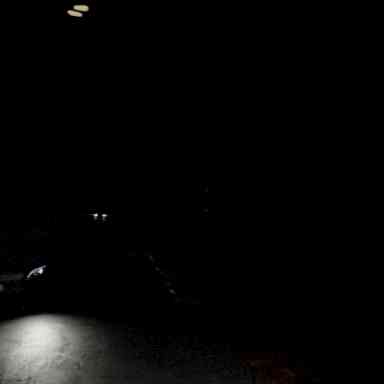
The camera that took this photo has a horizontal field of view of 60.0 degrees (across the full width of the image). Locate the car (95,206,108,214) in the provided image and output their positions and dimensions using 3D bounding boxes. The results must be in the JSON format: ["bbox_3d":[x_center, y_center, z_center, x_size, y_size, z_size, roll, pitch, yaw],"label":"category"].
[{"bbox_3d":[-16.848,3.401,62.204,1.837,1.490,4.892,1,-3,-6],"label":"car"}]

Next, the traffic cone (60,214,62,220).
[{"bbox_3d":[-14.859,2.828,37.579,0.340,0.580,0.340,1,-2,-15],"label":"traffic cone"}]

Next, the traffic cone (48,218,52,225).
[{"bbox_3d":[-11.977,2.461,27.920,0.340,0.580,0.340,1,-2,-17],"label":"traffic cone"}]

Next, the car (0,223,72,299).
[{"bbox_3d":[-4.205,1.573,8.492,1.812,1.442,4.674,1,-1,-13],"label":"car"}]

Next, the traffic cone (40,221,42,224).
[{"bbox_3d":[-10.522,2.305,23.133,0.340,0.580,0.340,1,-2,-17],"label":"traffic cone"}]

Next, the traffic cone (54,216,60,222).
[{"bbox_3d":[-13.433,2.638,32.706,0.340,0.580,0.340,1,-2,-17],"label":"traffic cone"}]

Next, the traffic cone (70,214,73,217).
[{"bbox_3d":[-17.161,3.219,47.527,0.340,0.580,0.340,1,-2,-11],"label":"traffic cone"}]
